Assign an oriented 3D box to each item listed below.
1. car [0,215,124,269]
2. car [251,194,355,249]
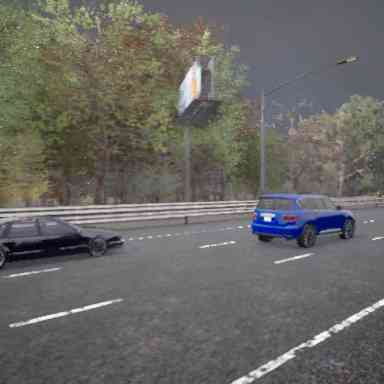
[{"bbox_3d":[-4.922,1.452,10.537,5.357,1.411,2.033,0,1,-41],"label":"car"},{"bbox_3d":[4.902,1.101,14.323,5.566,2.045,2.150,0,1,-41],"label":"car"}]
